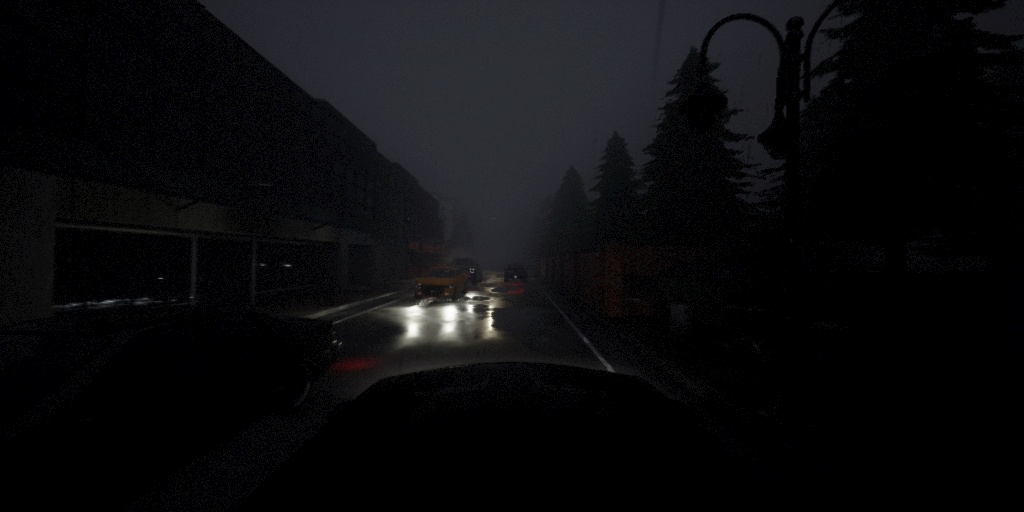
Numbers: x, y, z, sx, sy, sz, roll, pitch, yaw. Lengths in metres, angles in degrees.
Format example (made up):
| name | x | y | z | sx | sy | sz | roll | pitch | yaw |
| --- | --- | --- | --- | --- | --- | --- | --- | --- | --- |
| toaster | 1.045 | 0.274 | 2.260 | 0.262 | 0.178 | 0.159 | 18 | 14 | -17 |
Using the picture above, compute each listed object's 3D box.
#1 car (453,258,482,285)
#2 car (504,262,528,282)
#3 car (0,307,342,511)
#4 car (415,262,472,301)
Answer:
| name | x | y | z | sx | sy | sz | roll | pitch | yaw |
| --- | --- | --- | --- | --- | --- | --- | --- | --- | --- |
| car | -3.266 | 0.903 | 24.295 | 2.097 | 1.767 | 4.553 | 1 | 0 | 1 |
| car | 0.343 | 1.459 | 31.547 | 1.837 | 1.490 | 4.892 | 1 | 0 | 1 |
| car | -3.566 | 1.232 | 3.207 | 2.033 | 1.411 | 5.357 | 1 | 0 | 0 |
| car | -3.426 | 1.263 | 18.011 | 1.882 | 1.535 | 5.008 | 1 | 0 | 1 |
